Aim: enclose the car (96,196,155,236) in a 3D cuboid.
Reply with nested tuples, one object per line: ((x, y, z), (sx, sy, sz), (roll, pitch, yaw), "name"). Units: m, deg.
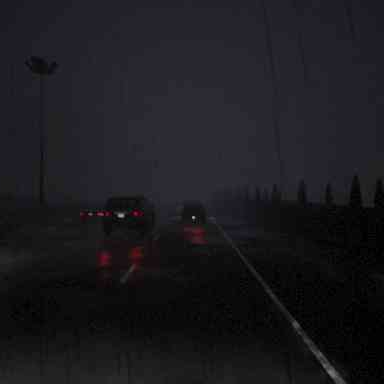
((-3.396, 1.232, 18.647), (2.150, 2.045, 5.566), (0, 0, 0), "car")

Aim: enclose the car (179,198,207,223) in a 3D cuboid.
((0.104, 1.520, 25.690), (1.837, 1.490, 4.892), (0, 0, 0), "car")

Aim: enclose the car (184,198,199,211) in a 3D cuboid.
((-0.060, 1.549, 42.988), (1.812, 1.442, 4.674), (0, 0, -1), "car")

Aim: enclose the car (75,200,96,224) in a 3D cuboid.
((-6.895, 1.561, 25.144), (2.033, 1.411, 5.357), (0, 0, 0), "car")

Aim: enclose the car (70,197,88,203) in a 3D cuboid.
((-17.928, 1.577, 53.459), (2.033, 1.411, 5.357), (0, 0, -2), "car")

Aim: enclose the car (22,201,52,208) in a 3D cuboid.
((-14.089, 1.543, 30.403), (1.812, 1.442, 4.674), (0, 0, 0), "car")

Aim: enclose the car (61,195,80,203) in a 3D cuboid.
((-21.601, 1.240, 59.475), (1.994, 1.385, 4.181), (0, 0, -2), "car")
